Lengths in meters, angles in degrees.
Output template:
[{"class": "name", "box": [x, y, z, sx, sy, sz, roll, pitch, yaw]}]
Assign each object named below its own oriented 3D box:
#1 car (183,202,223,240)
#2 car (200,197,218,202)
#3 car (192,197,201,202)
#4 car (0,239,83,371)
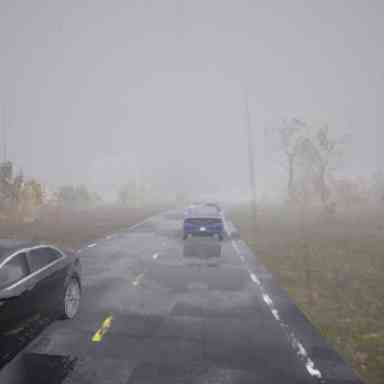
[{"class": "car", "box": [0.594, 1.484, 17.178, 1.882, 1.535, 5.008, 0, 0, 3]}, {"class": "car", "box": [2.264, 1.536, 38.100, 1.812, 1.442, 4.674, 0, 0, 6]}, {"class": "car", "box": [1.253, 1.518, 54.533, 1.837, 1.490, 4.892, 0, -1, 9]}, {"class": "car", "box": [-3.018, 1.489, 4.469, 2.128, 1.511, 4.902, 0, 0, 1]}]
